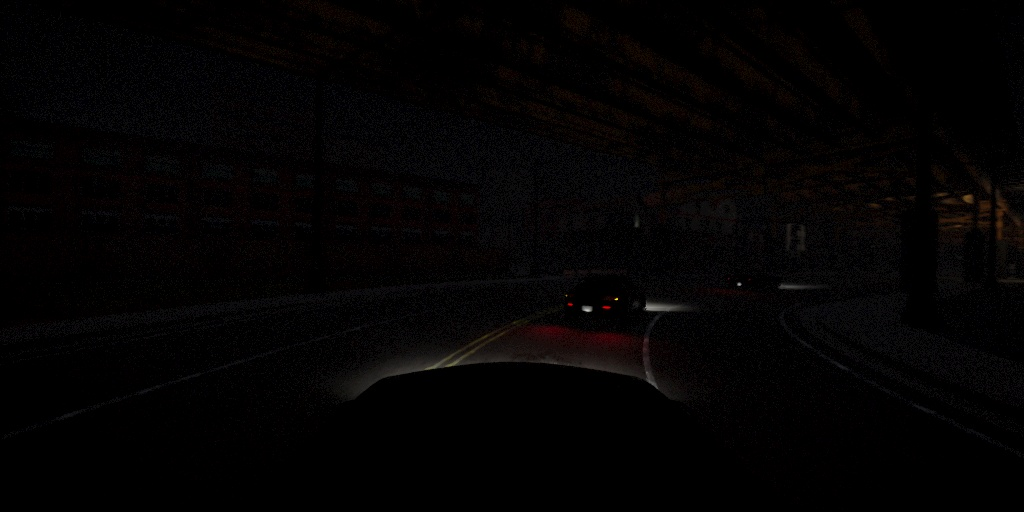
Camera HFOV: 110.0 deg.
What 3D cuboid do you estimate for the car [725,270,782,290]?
[{"bbox_3d":[17.115,1.632,25.329,4.718,1.301,1.895,1,0,-34],"label":"car"}]

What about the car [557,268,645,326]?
[{"bbox_3d":[3.177,1.307,11.968,1.812,1.442,4.674,1,0,28],"label":"car"}]
